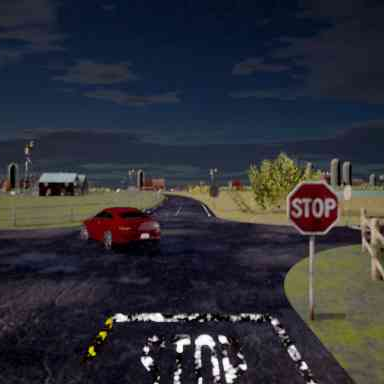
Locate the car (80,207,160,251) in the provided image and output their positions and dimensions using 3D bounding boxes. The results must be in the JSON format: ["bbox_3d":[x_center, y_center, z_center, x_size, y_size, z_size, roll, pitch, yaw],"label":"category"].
[{"bbox_3d":[-2.921,1.331,13.208,1.812,1.442,4.674,-1,0,-35],"label":"car"}]
